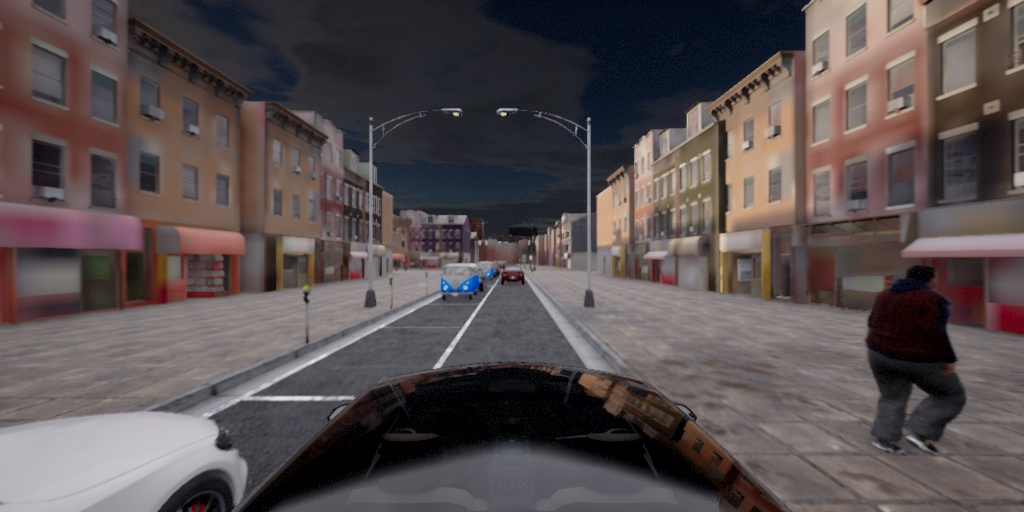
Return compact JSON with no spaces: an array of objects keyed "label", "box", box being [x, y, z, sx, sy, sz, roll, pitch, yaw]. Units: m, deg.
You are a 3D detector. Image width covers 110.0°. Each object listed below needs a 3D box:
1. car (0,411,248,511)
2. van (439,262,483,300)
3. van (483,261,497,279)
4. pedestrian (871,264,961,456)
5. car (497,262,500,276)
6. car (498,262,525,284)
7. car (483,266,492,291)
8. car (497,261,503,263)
[{"label":"car","box":[-2.749,1.264,0.524,1.812,1.442,4.674,0,-1,0]},{"label":"van","box":[-2.641,1.274,18.661,1.690,1.789,3.998,0,0,0]},{"label":"van","box":[-2.645,1.456,34.961,1.690,1.789,3.998,0,0,0]},{"label":"pedestrian","box":[3.764,0.911,3.361,0.375,1.860,0.375,0,0,0]},{"label":"car","box":[-2.646,1.722,40.395,1.888,1.381,4.507,0,0,0]},{"label":"car","box":[0.083,1.542,30.461,1.882,1.535,5.008,0,0,0]},{"label":"car","box":[-2.643,1.559,24.095,1.948,1.339,4.313,0,0,0]},{"label":"car","box":[-2.648,1.554,45.828,2.192,1.841,5.009,0,0,0]}]
